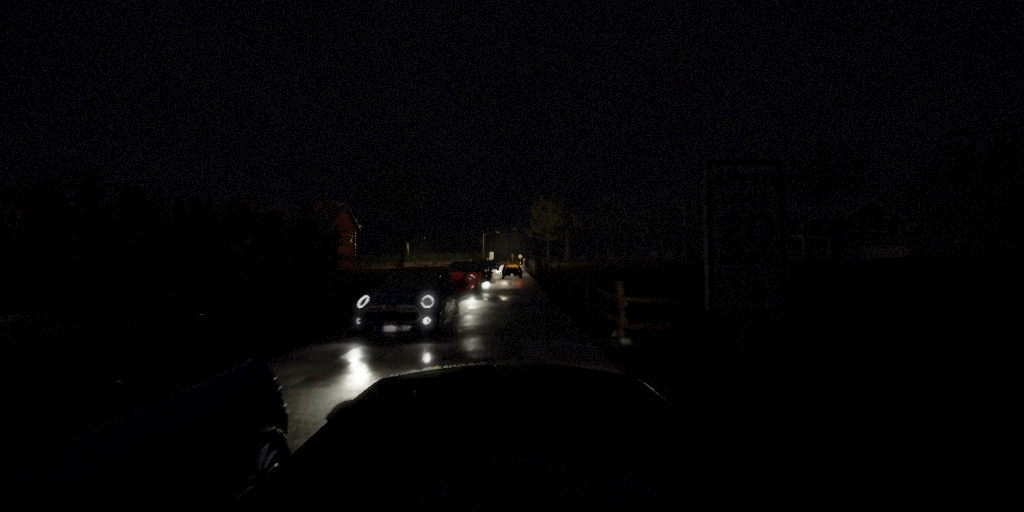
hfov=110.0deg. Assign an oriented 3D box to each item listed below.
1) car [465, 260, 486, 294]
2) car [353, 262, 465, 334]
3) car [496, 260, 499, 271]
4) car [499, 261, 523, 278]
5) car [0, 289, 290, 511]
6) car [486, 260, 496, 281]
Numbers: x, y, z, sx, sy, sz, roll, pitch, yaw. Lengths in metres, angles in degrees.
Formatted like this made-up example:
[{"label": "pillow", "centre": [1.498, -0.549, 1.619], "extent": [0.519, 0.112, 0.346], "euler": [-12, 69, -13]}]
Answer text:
[{"label": "car", "centre": [-2.825, 1.111, 20.293], "extent": [2.097, 1.767, 4.553], "euler": [0, 0, 0]}, {"label": "car", "centre": [-2.834, 1.107, 10.612], "extent": [2.097, 1.767, 4.553], "euler": [0, 0, 0]}, {"label": "car", "centre": [-2.742, 1.337, 51.318], "extent": [1.837, 1.490, 4.892], "euler": [0, 0, 0]}, {"label": "car", "centre": [0.009, 1.367, 33.472], "extent": [1.895, 1.301, 4.718], "euler": [0, 0, 0]}, {"label": "car", "centre": [-2.846, 1.104, 0.973], "extent": [2.097, 1.767, 4.553], "euler": [0, 0, 0]}, {"label": "car", "centre": [-2.769, 1.117, 30.319], "extent": [2.097, 1.767, 4.553], "euler": [0, 0, 0]}]
